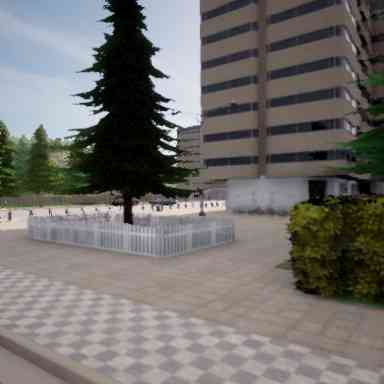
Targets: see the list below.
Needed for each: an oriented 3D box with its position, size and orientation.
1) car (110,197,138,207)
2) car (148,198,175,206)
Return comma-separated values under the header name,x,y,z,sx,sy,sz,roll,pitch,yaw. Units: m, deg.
name,x,y,z,sx,sy,sz,roll,pitch,yaw
car,-10.900,1.549,53.511,1.882,1.535,5.008,0,0,36
car,-4.973,1.613,55.727,2.033,1.411,5.357,0,0,36
